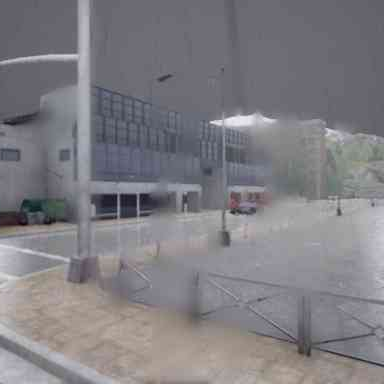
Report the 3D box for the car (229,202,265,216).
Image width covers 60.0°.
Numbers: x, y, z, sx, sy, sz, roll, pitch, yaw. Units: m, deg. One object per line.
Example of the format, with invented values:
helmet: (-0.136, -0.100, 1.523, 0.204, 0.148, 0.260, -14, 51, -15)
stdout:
car: (6.020, 1.776, 35.663, 2.033, 1.411, 5.357, 0, 0, 35)
